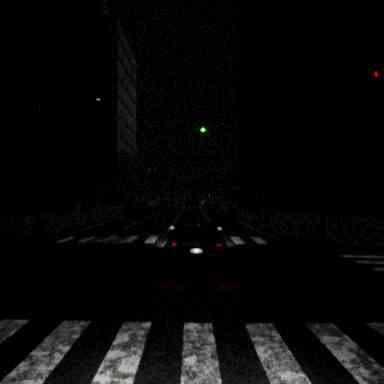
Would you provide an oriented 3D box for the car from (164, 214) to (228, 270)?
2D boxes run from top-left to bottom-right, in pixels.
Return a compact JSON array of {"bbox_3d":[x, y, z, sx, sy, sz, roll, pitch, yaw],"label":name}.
[{"bbox_3d":[0.132,1.702,11.687,1.994,1.385,4.181,1,0,0],"label":"car"}]

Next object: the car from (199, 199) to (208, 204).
[{"bbox_3d":[2.809,2.356,83.999,2.008,1.369,4.403,0,-1,0],"label":"car"}]

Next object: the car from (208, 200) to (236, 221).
[{"bbox_3d":[2.780,1.717,29.627,1.967,1.590,4.097,0,-1,0],"label":"car"}]

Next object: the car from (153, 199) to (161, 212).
[{"bbox_3d":[-5.736,2.020,45.942,1.802,1.307,4.206,0,-1,0],"label":"car"}]

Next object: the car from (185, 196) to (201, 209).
[{"bbox_3d":[0.032,1.749,55.558,2.150,2.045,5.566,0,-1,0],"label":"car"}]

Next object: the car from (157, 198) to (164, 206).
[{"bbox_3d":[-5.733,2.014,51.210,1.752,1.417,4.829,0,-1,0],"label":"car"}]

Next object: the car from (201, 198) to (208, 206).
[{"bbox_3d":[2.792,2.030,51.375,1.887,1.381,4.507,0,-1,0],"label":"car"}]

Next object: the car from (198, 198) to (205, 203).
[{"bbox_3d":[2.815,2.459,94.874,1.887,1.381,4.507,0,-1,0],"label":"car"}]

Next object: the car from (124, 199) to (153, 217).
[{"bbox_3d":[-5.742,1.649,35.070,2.192,1.841,5.009,0,-1,0],"label":"car"}]

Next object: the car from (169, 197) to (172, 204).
[{"bbox_3d":[-5.725,2.200,67.692,2.008,1.369,4.403,0,-1,0],"label":"car"}]

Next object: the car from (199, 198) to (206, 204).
[{"bbox_3d":[2.812,2.386,89.606,1.752,1.417,4.829,0,-1,0],"label":"car"}]

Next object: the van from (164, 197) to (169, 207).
[{"bbox_3d":[-5.728,1.937,62.256,1.690,1.788,3.998,0,-1,0],"label":"van"}]

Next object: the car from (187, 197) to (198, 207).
[{"bbox_3d":[0.038,1.983,66.170,2.097,1.767,4.553,0,-1,0],"label":"car"}]

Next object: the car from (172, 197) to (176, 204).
[{"bbox_3d":[-5.716,2.376,84.003,1.947,1.339,4.313,0,-1,0],"label":"car"}]

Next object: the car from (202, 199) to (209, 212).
[{"bbox_3d":[2.789,1.983,45.937,2.008,1.369,4.403,0,-1,0],"label":"car"}]

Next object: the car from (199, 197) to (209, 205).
[{"bbox_3d":[2.806,2.066,78.564,2.192,1.841,5.009,0,-1,0],"label":"car"}]
